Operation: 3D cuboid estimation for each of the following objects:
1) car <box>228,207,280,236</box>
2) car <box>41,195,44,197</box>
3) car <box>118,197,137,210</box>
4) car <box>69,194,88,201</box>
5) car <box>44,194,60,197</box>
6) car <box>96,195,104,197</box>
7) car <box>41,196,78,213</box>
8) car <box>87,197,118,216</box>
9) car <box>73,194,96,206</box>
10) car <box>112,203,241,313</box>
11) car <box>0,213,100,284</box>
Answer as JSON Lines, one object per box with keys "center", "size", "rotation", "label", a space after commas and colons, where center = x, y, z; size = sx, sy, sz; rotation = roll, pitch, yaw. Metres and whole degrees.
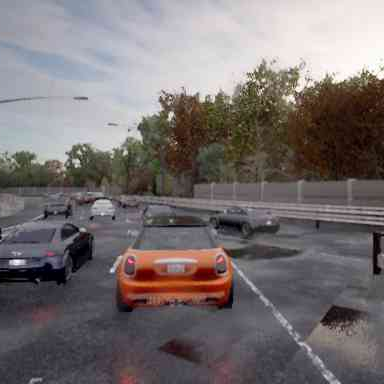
{"center": [2.712, 1.476, 18.006], "size": [1.994, 1.385, 4.181], "rotation": [0, 0, -32], "label": "car"}
{"center": [-35.036, 1.157, 80.903], "size": [4.181, 1.385, 1.994], "rotation": [0, 0, 43], "label": "car"}
{"center": [-7.714, 1.297, 39.868], "size": [2.128, 1.511, 4.902], "rotation": [0, 0, -22], "label": "car"}
{"center": [-23.150, 1.064, 67.586], "size": [2.033, 1.411, 5.357], "rotation": [0, 0, -39], "label": "car"}
{"center": [-21.880, 1.245, 53.070], "size": [1.837, 1.490, 4.892], "rotation": [0, 0, -30], "label": "car"}
{"center": [-16.205, 1.199, 57.031], "size": [1.882, 1.535, 5.008], "rotation": [0, 0, -31], "label": "car"}
{"center": [-11.048, 1.355, 27.716], "size": [2.128, 1.511, 4.902], "rotation": [0, 0, -15], "label": "car"}
{"center": [-7.253, 1.393, 27.045], "size": [1.812, 1.442, 4.674], "rotation": [0, 0, -14], "label": "car"}
{"center": [-16.438, 1.105, 50.426], "size": [2.097, 1.767, 4.553], "rotation": [0, 0, -28], "label": "car"}
{"center": [-0.417, 1.313, 7.777], "size": [2.097, 1.767, 4.553], "rotation": [0, 0, -4], "label": "car"}
{"center": [-4.049, 1.517, 9.348], "size": [1.994, 1.385, 4.181], "rotation": [0, 0, -6], "label": "car"}
